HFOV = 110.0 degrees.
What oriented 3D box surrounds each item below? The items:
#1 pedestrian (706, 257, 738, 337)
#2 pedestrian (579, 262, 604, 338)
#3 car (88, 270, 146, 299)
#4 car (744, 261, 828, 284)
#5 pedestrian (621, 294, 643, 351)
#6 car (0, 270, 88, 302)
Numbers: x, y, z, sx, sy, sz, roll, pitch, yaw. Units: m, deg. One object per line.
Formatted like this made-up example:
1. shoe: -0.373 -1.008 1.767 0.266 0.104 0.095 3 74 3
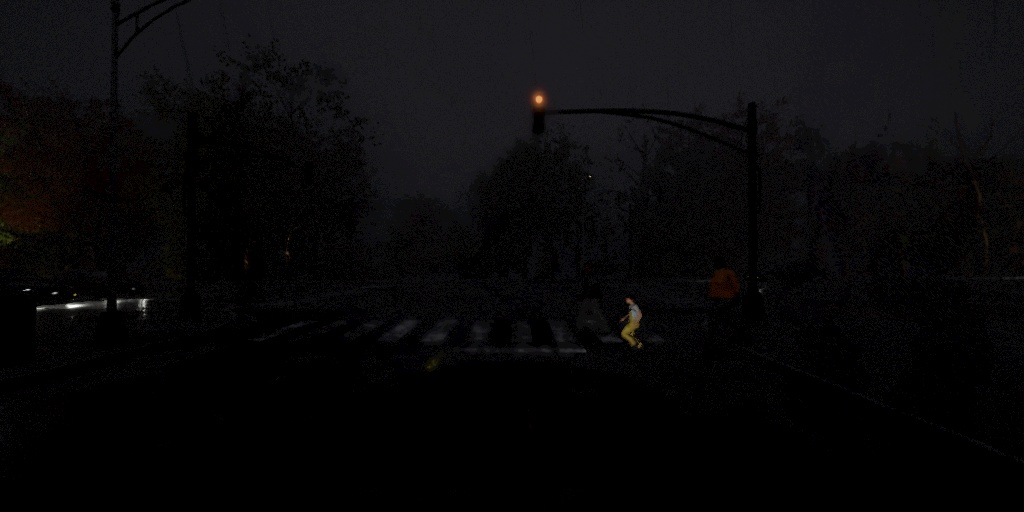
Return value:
1. pedestrian: 4.716 0.885 8.061 0.375 1.860 0.375 1 -1 1
2. pedestrian: 1.920 1.027 8.689 0.375 1.860 0.375 1 -1 1
3. car: -22.112 1.452 18.825 4.674 1.442 1.812 -1 -1 2
4. car: 18.354 1.103 24.159 4.892 1.490 1.837 -1 -1 2
5. pedestrian: 2.558 1.319 7.479 0.375 1.300 0.375 1 -1 1
6. car: -21.749 1.446 15.561 4.181 1.385 1.994 -1 -1 2
